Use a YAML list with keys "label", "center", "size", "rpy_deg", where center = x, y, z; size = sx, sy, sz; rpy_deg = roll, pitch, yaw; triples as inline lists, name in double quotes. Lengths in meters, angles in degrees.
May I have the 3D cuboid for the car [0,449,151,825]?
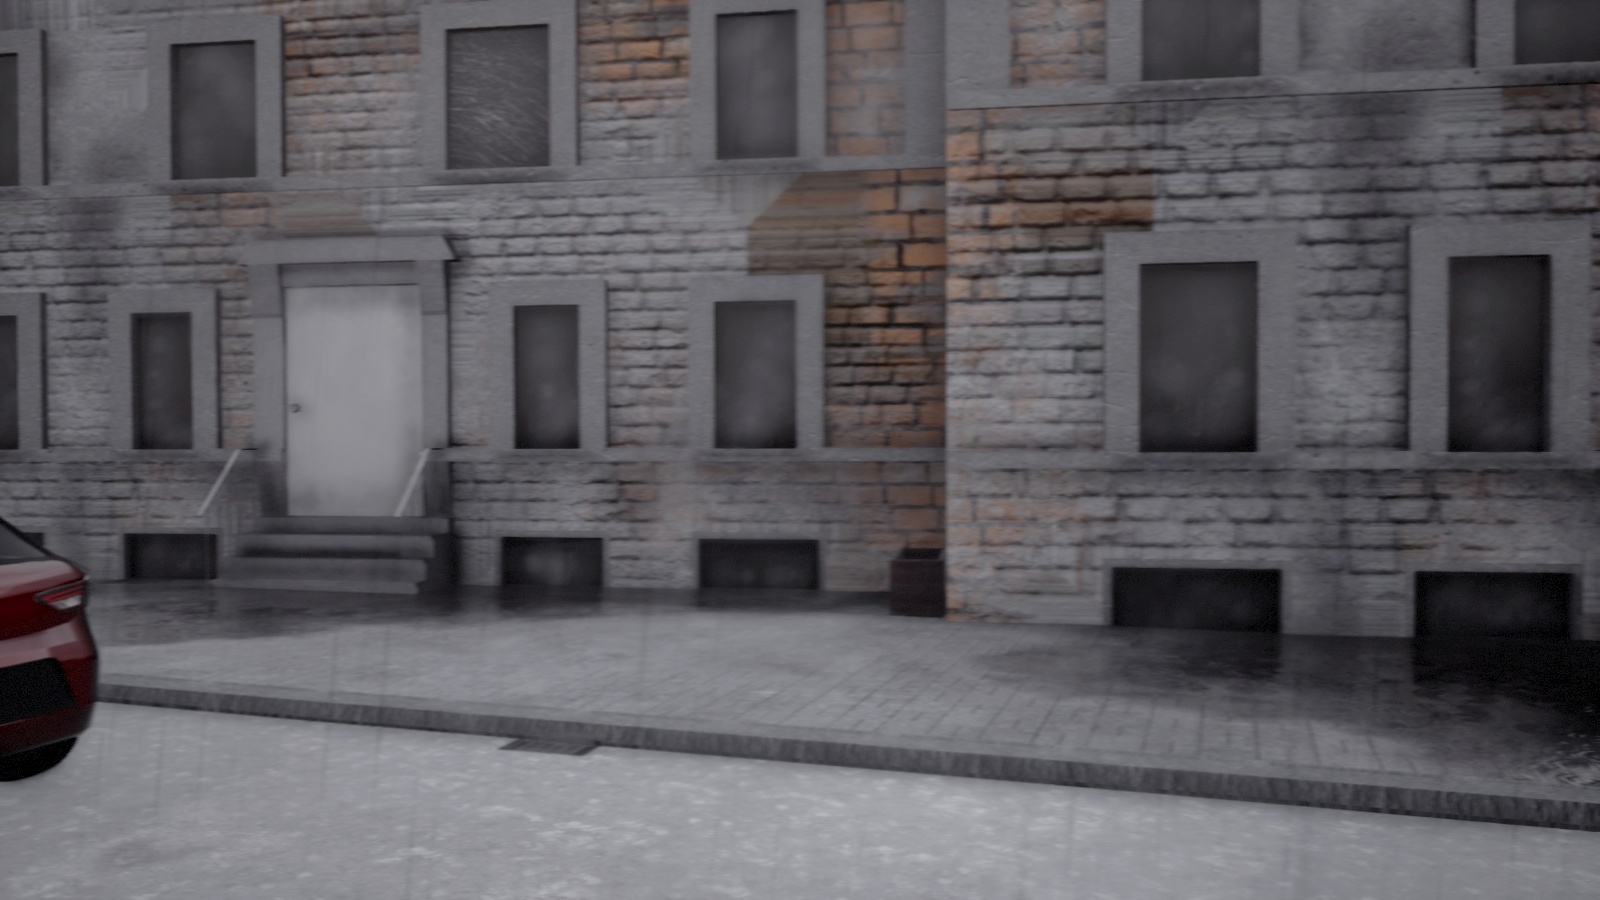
- label: "car"
  center: [-5.208, 0.733, 5.465]
  size: [4.193, 1.474, 1.816]
  rpy_deg: [1, 1, 18]
